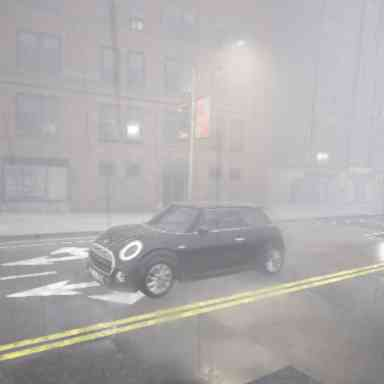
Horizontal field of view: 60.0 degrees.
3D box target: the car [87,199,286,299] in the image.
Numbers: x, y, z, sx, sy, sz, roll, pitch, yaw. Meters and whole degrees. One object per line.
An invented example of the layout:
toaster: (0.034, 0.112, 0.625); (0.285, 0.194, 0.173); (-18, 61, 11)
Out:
car: (0.025, 1.014, 7.647); (4.553, 1.767, 2.097); (0, 3, -34)
